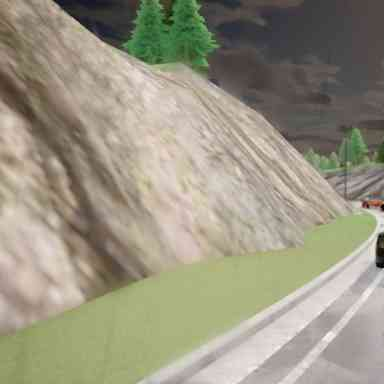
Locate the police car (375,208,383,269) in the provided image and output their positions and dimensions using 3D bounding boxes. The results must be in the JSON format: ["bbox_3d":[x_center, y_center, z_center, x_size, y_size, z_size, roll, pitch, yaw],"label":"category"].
[{"bbox_3d":[7.207,1.460,10.698,1.930,1.638,5.238,0,0,35],"label":"police car"}]

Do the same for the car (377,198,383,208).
[{"bbox_3d":[23.405,1.682,38.845,1.994,1.385,4.181,0,0,20],"label":"car"}]

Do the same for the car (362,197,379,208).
[{"bbox_3d":[27.107,1.495,50.112,2.097,1.767,4.553,0,0,16],"label":"car"}]
